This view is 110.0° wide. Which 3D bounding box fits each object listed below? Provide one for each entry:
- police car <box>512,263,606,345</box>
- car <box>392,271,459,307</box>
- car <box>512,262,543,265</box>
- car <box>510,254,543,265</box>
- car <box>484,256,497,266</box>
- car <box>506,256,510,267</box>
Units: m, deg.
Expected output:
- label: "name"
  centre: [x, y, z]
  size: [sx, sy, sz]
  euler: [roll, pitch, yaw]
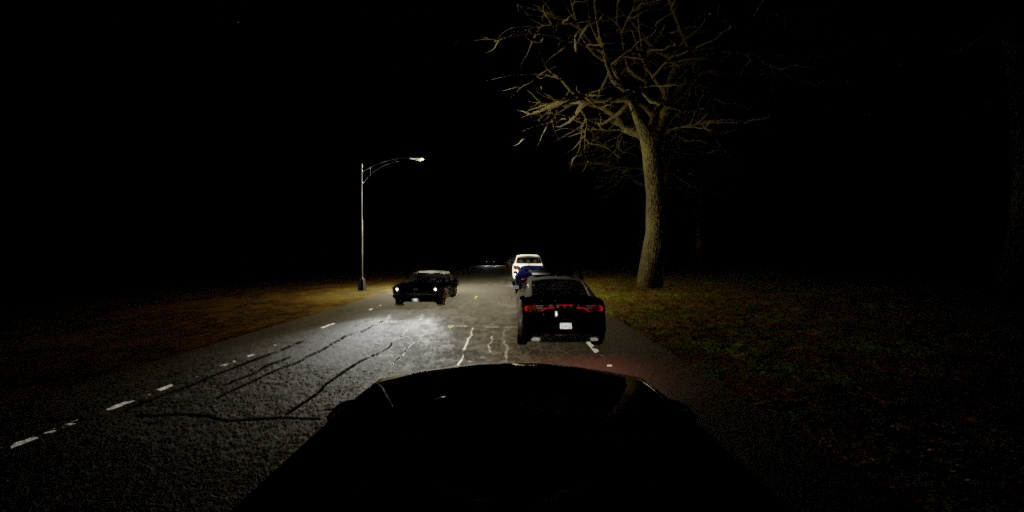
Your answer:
- label: "police car"
  centre: [1.063, 1.164, 9.628]
  size: [1.930, 1.638, 5.238]
  euler: [0, 0, 0]
- label: "car"
  centre: [-3.579, 1.324, 15.547]
  size: [1.895, 1.301, 4.718]
  euler: [0, 0, 0]
- label: "car"
  centre: [1.079, 1.236, 19.519]
  size: [1.812, 1.442, 4.674]
  euler: [0, 0, 0]
- label: "car"
  centre: [1.089, 0.908, 25.549]
  size: [2.150, 2.045, 5.566]
  euler: [0, 0, 0]
- label: "car"
  centre: [-3.486, 0.808, 59.763]
  size: [1.837, 1.490, 4.892]
  euler: [0, 1, 0]
- label: "car"
  centre: [0.149, 0.909, 54.525]
  size: [1.812, 1.442, 4.674]
  euler: [0, 1, 0]
